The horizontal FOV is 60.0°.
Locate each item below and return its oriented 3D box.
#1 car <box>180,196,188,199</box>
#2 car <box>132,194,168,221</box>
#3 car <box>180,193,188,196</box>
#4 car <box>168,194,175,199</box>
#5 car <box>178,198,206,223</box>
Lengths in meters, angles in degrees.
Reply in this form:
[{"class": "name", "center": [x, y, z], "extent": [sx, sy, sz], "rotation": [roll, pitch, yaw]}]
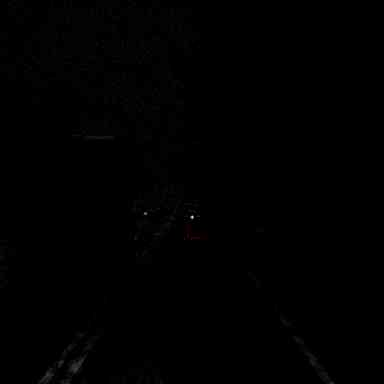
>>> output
[{"class": "car", "center": [-0.306, 1.533, 42.988], "extent": [1.994, 1.385, 4.181], "rotation": [0, 0, -1]}, {"class": "car", "center": [-3.445, 1.218, 27.261], "extent": [2.150, 2.045, 5.566], "rotation": [0, 0, 0]}, {"class": "car", "center": [-2.118, 0.969, 85.190], "extent": [1.994, 1.385, 4.181], "rotation": [0, 1, -3]}, {"class": "car", "center": [-5.508, 1.130, 87.774], "extent": [1.895, 1.301, 4.718], "rotation": [0, 1, -3]}, {"class": "car", "center": [-0.004, 1.505, 25.858], "extent": [1.837, 1.490, 4.892], "rotation": [0, 0, -1]}]
